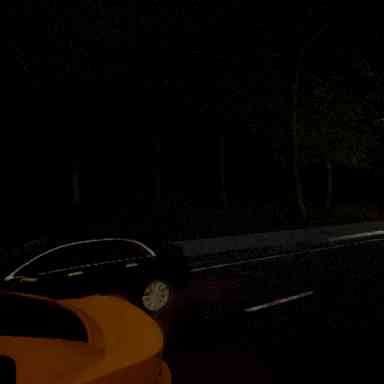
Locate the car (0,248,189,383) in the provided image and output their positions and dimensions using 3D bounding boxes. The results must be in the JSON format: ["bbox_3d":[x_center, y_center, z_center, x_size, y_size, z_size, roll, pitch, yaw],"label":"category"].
[{"bbox_3d":[-2.498,1.476,1.895,5.008,1.535,1.882,0,0,-36],"label":"car"}]

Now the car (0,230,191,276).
[{"bbox_3d":[-2.309,1.508,6.018,4.892,1.490,1.837,0,0,-36],"label":"car"}]
